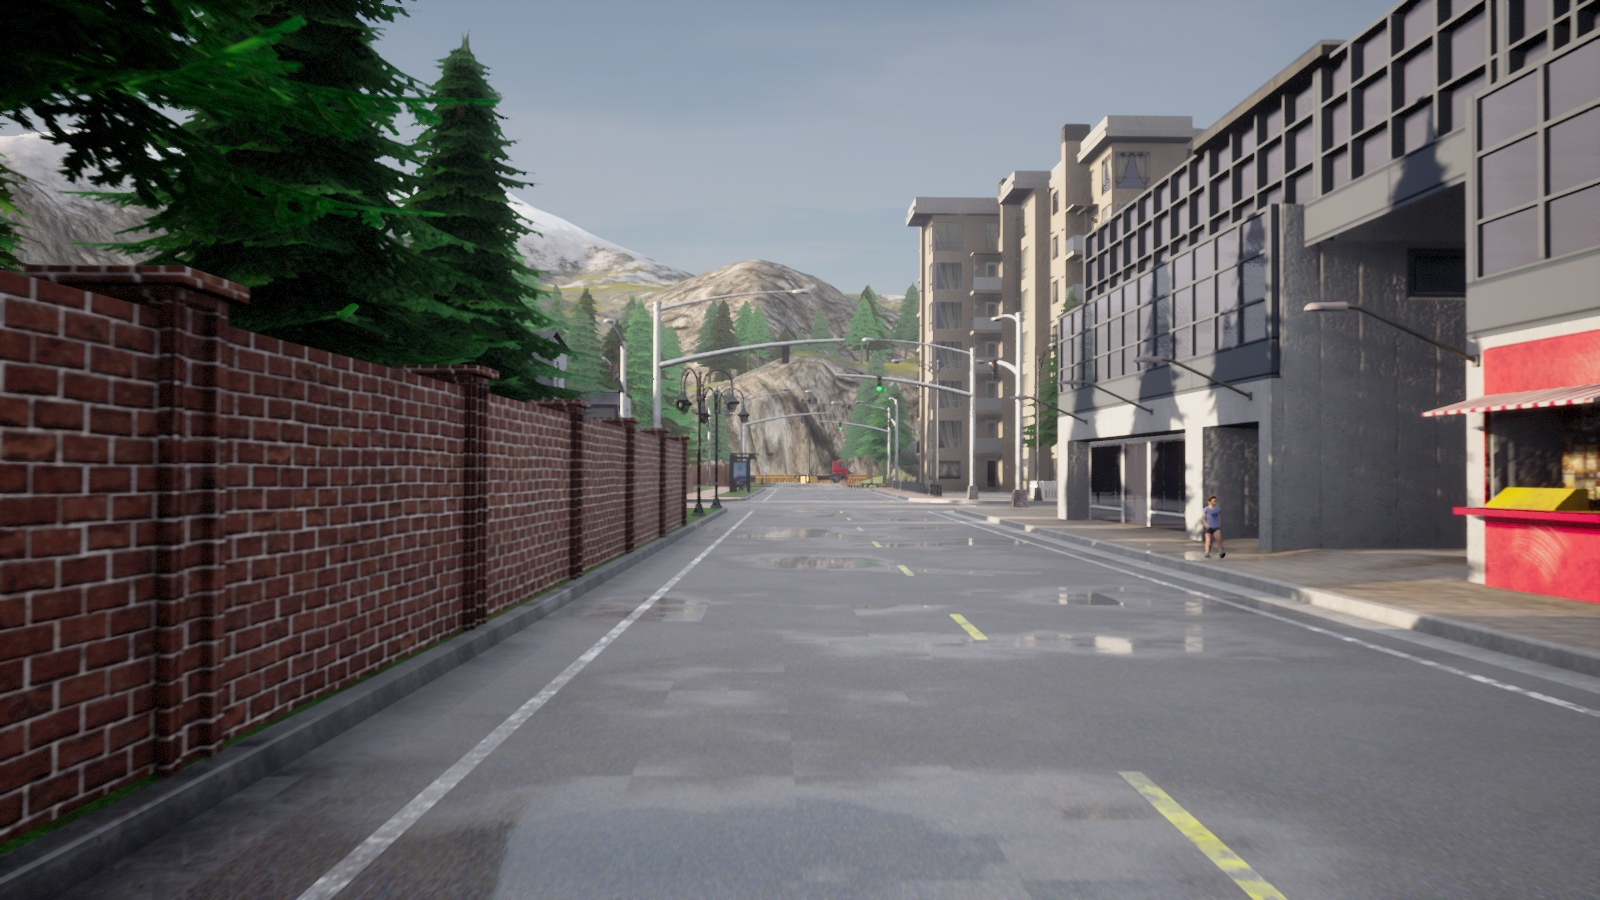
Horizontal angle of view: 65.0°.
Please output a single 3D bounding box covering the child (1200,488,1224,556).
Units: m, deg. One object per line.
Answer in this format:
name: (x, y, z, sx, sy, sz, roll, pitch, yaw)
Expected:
child: (6.884, 1.198, 20.995, 0.255, 1.110, 0.394, 0, -1, -3)
